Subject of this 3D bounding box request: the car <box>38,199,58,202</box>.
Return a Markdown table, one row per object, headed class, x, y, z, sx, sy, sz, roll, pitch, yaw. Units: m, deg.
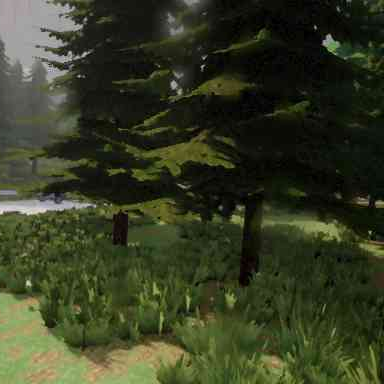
| class | x | y | z | sx | sy | sz | roll | pitch | yaw |
| --- | --- | --- | --- | --- | --- | --- | --- | --- | --- |
| car | -9.977 | 0.076 | 26.370 | 1.812 | 1.442 | 4.674 | 5 | 3 | 24 |
